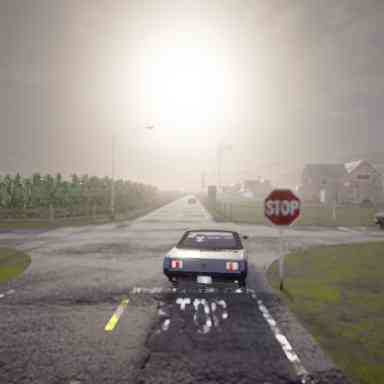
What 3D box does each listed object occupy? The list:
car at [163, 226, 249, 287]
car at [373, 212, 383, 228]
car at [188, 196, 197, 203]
[{"bbox_3d":[0.636,1.619,9.414,1.895,1.301,4.718,0,0,9],"label":"car"},{"bbox_3d":[13.207,1.391,19.319,5.008,1.535,1.882,-1,0,1],"label":"car"},{"bbox_3d":[0.006,1.724,74.391,2.128,1.511,4.902,0,0,0],"label":"car"}]
